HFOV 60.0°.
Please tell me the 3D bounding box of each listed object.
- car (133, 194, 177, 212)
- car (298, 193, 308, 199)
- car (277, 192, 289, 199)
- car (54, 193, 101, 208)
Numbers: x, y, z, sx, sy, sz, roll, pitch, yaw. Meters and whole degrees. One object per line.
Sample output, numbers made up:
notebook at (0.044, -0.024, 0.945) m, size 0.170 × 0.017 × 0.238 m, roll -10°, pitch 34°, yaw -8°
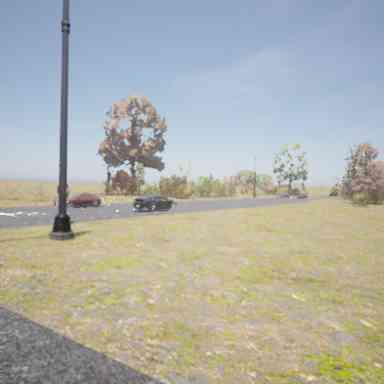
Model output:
car at (-3.352, 0.980, 30.929) m, size 1.837 × 1.490 × 4.892 m, roll 2°, pitch 1°, yaw 34°
car at (27.756, 0.993, 83.011) m, size 2.128 × 1.511 × 4.902 m, roll 2°, pitch 1°, yaw 30°
car at (22.545, 0.865, 82.241) m, size 2.128 × 1.511 × 4.902 m, roll 2°, pitch 1°, yaw 34°
car at (-10.936, 0.817, 32.190) m, size 1.812 × 1.442 × 4.674 m, roll 2°, pitch 2°, yaw 34°
